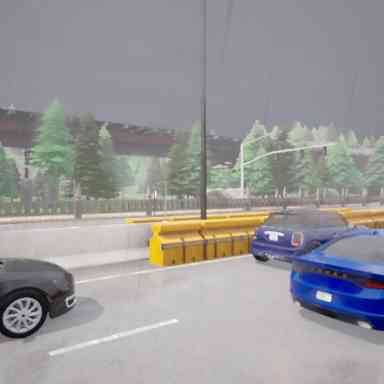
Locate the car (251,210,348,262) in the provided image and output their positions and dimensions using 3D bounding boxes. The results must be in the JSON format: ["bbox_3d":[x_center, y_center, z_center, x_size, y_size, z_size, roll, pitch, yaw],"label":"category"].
[{"bbox_3d":[4.122,1.359,10.980,4.553,1.767,2.097,0,0,-35],"label":"car"}]

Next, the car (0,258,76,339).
[{"bbox_3d":[-4.304,1.504,4.976,4.892,1.490,1.837,0,0,-35],"label":"car"}]

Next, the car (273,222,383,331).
[{"bbox_3d":[4.079,1.482,6.653,5.008,1.535,1.882,0,0,-36],"label":"car"}]
